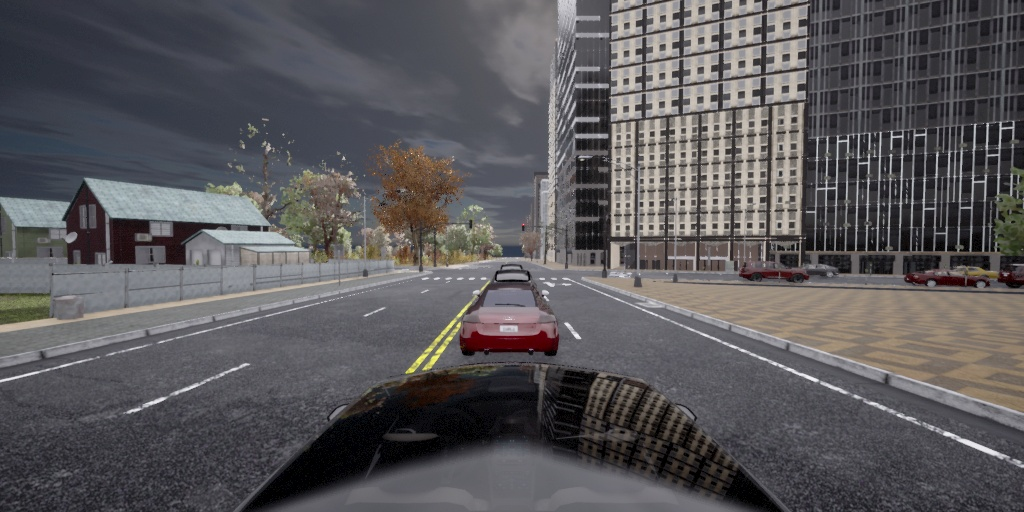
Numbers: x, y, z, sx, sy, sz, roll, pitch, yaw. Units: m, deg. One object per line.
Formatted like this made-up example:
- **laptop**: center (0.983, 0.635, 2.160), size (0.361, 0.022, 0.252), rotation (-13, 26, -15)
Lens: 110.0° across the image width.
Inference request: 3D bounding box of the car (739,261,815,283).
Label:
- **car**: center (22.974, 1.391, 31.699), size (5.009, 1.841, 2.192), rotation (0, 0, 20)

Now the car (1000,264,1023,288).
- **car**: center (38.951, 1.529, 25.873), size (5.009, 1.841, 2.192), rotation (0, 0, 20)

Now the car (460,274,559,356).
- **car**: center (-0.033, 1.310, 8.622), size (1.994, 1.385, 4.181), rotation (0, 0, 1)

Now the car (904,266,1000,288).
- **car**: center (33.625, 1.713, 27.815), size (4.507, 1.381, 1.888), rotation (0, 0, 20)

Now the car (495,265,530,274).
- **car**: center (0.028, 1.249, 14.007), size (1.837, 1.490, 4.892), rotation (0, 0, 0)

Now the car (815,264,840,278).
- **car**: center (31.000, 1.466, 37.158), size (4.403, 1.370, 2.007), rotation (0, 0, 20)
